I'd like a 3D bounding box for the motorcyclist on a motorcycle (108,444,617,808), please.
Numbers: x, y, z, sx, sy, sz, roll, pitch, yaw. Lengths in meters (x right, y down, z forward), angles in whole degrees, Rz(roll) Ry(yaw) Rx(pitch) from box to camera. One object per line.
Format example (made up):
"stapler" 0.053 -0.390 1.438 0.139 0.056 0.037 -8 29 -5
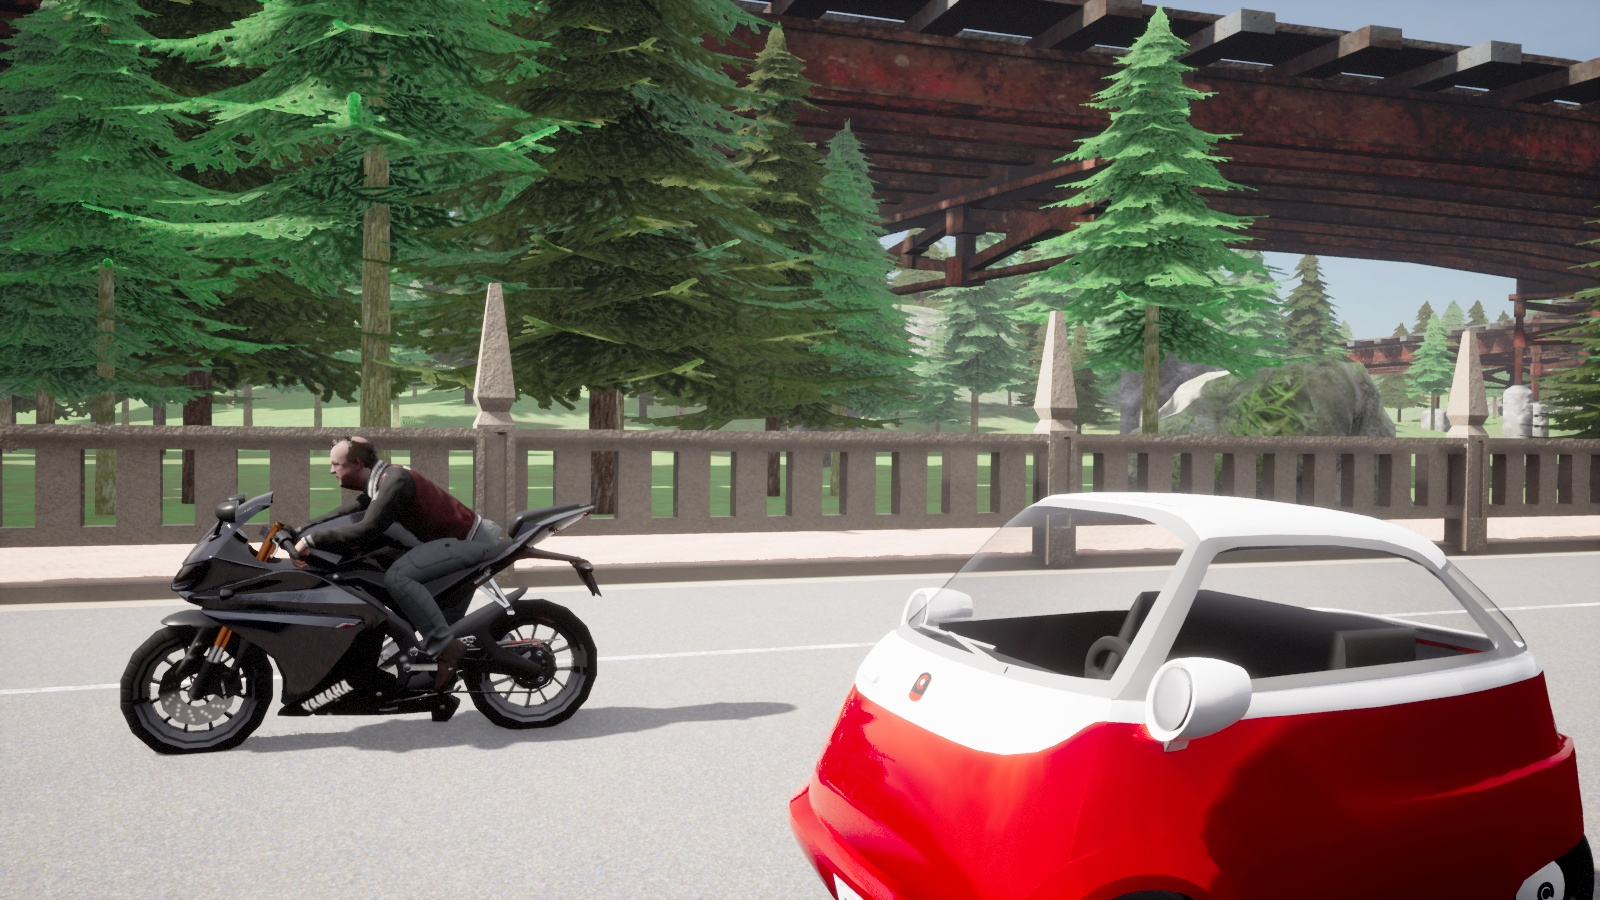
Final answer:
"motorcyclist on a motorcycle" -2.089 0.755 6.190 2.191 1.530 0.866 -1 1 -21

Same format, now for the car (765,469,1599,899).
"car" 1.187 0.780 3.690 2.207 1.376 1.481 -1 1 -21
